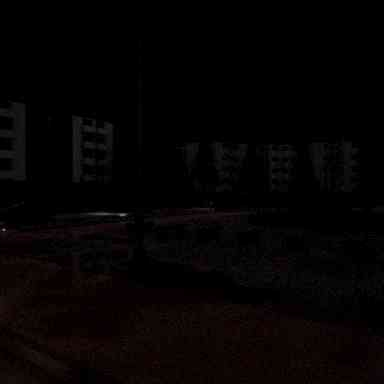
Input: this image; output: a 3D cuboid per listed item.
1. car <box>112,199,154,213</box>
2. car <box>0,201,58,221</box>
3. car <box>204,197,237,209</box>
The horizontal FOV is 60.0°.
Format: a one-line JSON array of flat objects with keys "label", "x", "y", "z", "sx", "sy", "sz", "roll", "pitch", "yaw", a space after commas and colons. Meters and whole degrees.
[{"label": "car", "x": -6.595, "y": 1.478, "z": 37.444, "sx": 1.882, "sy": 1.535, "sz": 5.008, "roll": 0, "pitch": 0, "yaw": 42}, {"label": "car", "x": -13.688, "y": 1.505, "z": 27.760, "sx": 1.837, "sy": 1.490, "sz": 4.892, "roll": 0, "pitch": 0, "yaw": 34}, {"label": "car", "x": 3.997, "y": 1.505, "z": 46.152, "sx": 4.892, "sy": 1.490, "sz": 1.837, "roll": 0, "pitch": 0, "yaw": -30}]
